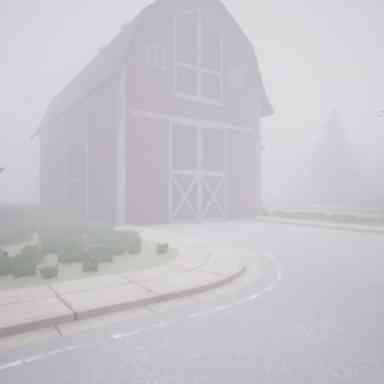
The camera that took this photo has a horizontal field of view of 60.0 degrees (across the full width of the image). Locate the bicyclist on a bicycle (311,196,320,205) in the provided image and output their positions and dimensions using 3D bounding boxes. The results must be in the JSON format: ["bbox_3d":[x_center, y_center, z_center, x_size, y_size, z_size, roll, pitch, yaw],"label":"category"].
[{"bbox_3d":[15.594,1.292,41.793,1.656,1.620,0.582,46,-25,-24],"label":"bicyclist on a bicycle"}]
